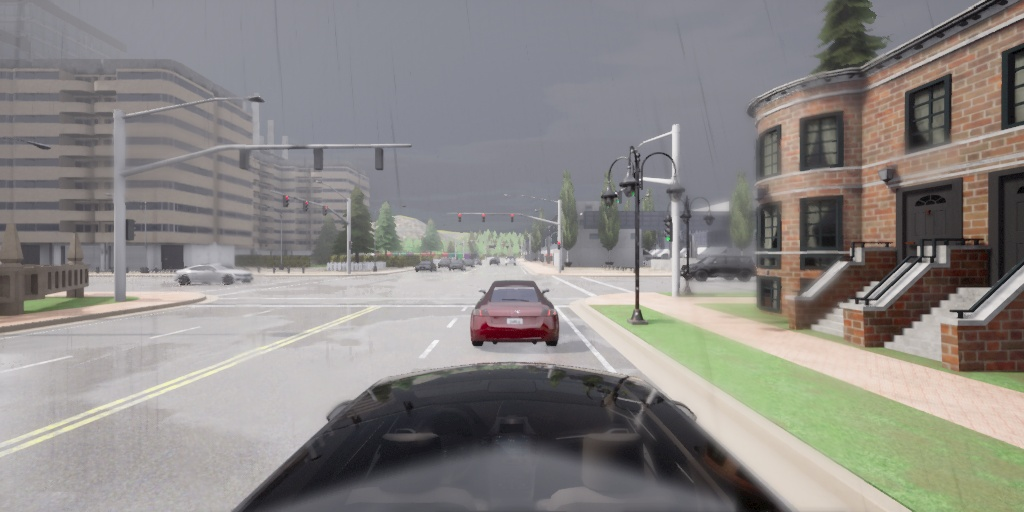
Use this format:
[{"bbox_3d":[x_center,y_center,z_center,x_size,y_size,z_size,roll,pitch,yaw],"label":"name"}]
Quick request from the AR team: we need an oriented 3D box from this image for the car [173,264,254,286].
[{"bbox_3d":[-20.467,1.275,24.685,4.674,1.442,1.812,0,0,-2],"label":"car"}]

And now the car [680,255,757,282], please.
[{"bbox_3d":[16.085,0.971,28.106,5.566,2.045,2.150,0,0,-1],"label":"car"}]

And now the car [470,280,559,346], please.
[{"bbox_3d":[0.056,1.314,9.396,1.994,1.385,4.181,0,0,0],"label":"car"}]

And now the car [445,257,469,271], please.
[{"bbox_3d":[-7.272,1.254,48.127,1.837,1.490,4.892,0,0,0],"label":"car"}]

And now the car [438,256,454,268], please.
[{"bbox_3d":[-10.806,1.252,58.315,1.837,1.490,4.892,0,0,0],"label":"car"}]

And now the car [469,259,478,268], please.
[{"bbox_3d":[-7.306,1.250,59.951,1.837,1.490,4.892,0,1,0],"label":"car"}]

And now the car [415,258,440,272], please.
[{"bbox_3d":[-10.766,1.313,45.074,1.994,1.385,4.181,0,0,0],"label":"car"}]
